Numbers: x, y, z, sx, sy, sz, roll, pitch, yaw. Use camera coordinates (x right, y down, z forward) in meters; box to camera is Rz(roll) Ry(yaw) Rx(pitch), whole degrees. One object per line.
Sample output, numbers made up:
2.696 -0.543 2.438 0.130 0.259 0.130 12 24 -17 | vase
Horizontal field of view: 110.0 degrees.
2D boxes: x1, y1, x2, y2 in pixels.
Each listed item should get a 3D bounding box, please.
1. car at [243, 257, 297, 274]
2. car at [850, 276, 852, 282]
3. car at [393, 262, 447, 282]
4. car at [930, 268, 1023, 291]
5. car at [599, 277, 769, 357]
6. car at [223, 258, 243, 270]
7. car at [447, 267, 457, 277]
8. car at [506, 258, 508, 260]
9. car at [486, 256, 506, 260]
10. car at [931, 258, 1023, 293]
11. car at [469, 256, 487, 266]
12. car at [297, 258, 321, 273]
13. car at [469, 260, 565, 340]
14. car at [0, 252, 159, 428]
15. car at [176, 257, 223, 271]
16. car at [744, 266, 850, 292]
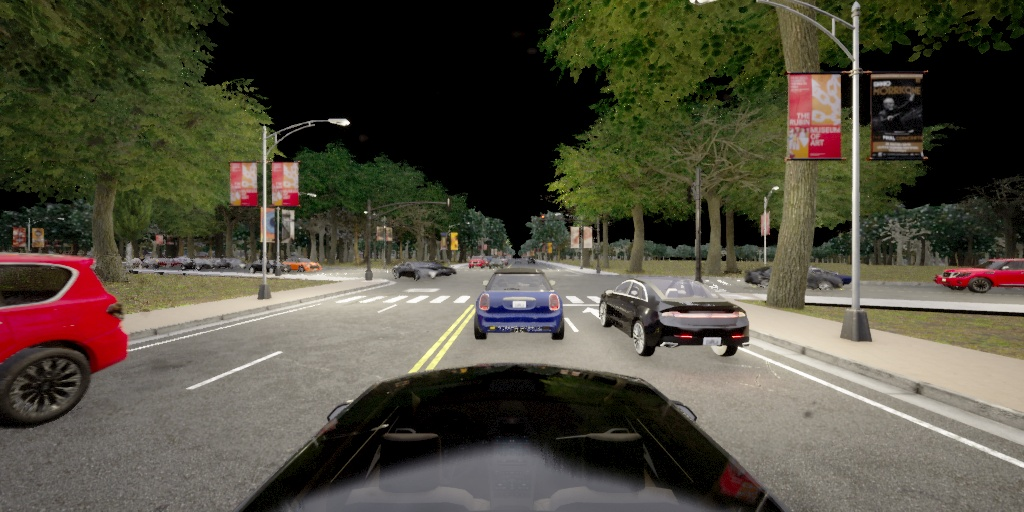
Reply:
-25.919 1.102 38.368 5.008 1.535 1.882 1 0 22 | car
20.393 1.478 25.058 4.718 1.301 1.895 0 0 24 | car
-7.880 1.221 29.360 4.902 1.511 2.128 1 0 42 | car
31.481 1.537 23.674 4.718 1.301 1.895 0 0 24 | car
3.428 1.241 8.548 2.128 1.511 4.902 0 0 0 | car
-36.526 1.050 46.676 4.902 1.511 2.128 0 0 24 | car
-7.889 1.263 33.890 5.357 1.411 2.033 0 0 24 | car
-2.210 1.359 64.872 1.895 1.301 4.718 0 0 1 | car
-2.401 1.108 55.881 2.097 1.767 4.553 0 0 1 | car
29.307 1.153 21.077 5.566 2.045 2.150 0 0 25 | car
-5.630 0.978 57.948 2.150 2.045 5.566 0 0 1 | car
-24.122 0.980 41.132 4.553 1.767 2.097 0 0 24 | car
0.191 1.102 10.136 2.097 1.767 4.553 0 0 1 | car
-6.601 0.971 2.753 2.150 2.045 5.566 0 0 1 | car
-38.247 1.036 43.883 5.008 1.535 1.882 0 0 24 | car
17.520 1.373 22.562 4.892 1.490 1.837 0 0 24 | car
